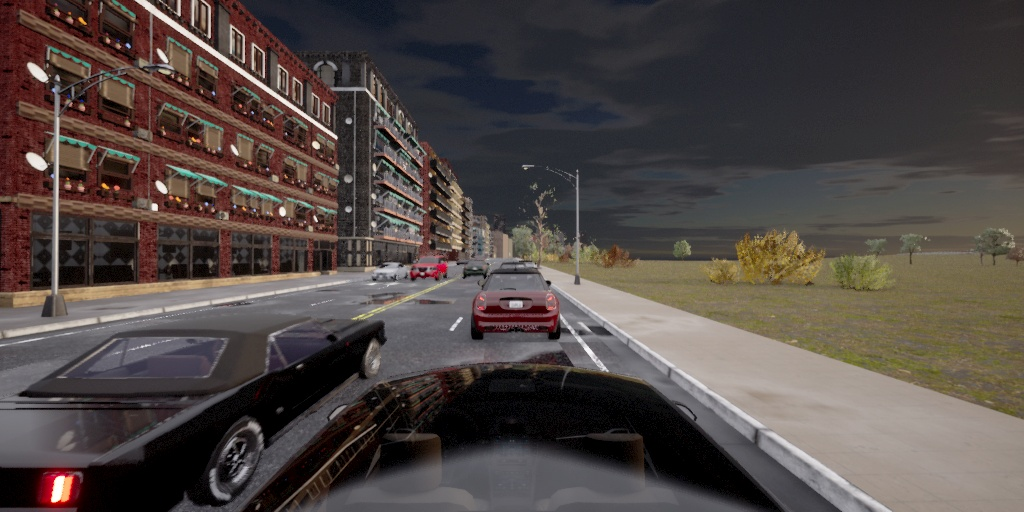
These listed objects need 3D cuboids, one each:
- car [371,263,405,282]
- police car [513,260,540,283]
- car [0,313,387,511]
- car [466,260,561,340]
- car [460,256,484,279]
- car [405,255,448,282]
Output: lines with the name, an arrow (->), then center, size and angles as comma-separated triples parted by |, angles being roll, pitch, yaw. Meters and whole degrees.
car -> -9.891, 1.273, 29.381 | 1.812, 1.442, 4.674 | 0, 0, 0
police car -> 1.098, 1.173, 29.419 | 1.930, 1.638, 5.238 | 0, 0, 0
car -> -3.157, 1.351, 4.318 | 1.895, 1.301, 4.718 | 0, 0, 0
car -> 0.080, 1.102, 10.151 | 2.097, 1.767, 4.553 | 0, 0, 0
car -> -3.197, 1.097, 32.988 | 2.097, 1.767, 4.553 | 0, 0, 0
car -> -6.640, 0.969, 29.288 | 2.150, 2.045, 5.566 | 0, 0, 0
